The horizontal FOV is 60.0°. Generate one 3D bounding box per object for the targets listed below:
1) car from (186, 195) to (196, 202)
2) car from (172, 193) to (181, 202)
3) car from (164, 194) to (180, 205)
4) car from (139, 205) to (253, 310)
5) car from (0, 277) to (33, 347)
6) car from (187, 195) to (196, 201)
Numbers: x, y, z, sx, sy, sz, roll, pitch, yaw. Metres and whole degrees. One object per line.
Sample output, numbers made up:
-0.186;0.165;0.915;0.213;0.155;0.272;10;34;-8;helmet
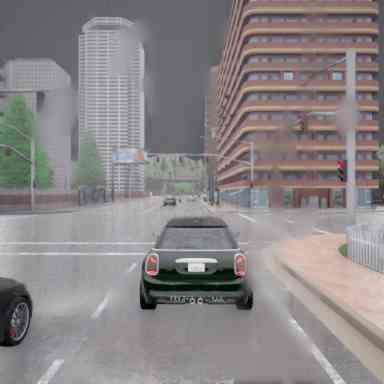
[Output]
-0.168;1.518;76.386;1.812;1.442;4.674;0;0;0;car
-3.668;1.218;76.127;2.150;2.045;5.566;0;0;0;car
-3.518;1.491;54.003;2.128;1.511;4.902;0;0;0;car
0.096;1.352;7.978;2.097;1.767;4.553;0;0;1;car
-3.433;1.526;3.358;1.812;1.442;4.674;0;0;0;car
-0.188;1.505;85.386;2.128;1.511;4.902;0;0;0;car
